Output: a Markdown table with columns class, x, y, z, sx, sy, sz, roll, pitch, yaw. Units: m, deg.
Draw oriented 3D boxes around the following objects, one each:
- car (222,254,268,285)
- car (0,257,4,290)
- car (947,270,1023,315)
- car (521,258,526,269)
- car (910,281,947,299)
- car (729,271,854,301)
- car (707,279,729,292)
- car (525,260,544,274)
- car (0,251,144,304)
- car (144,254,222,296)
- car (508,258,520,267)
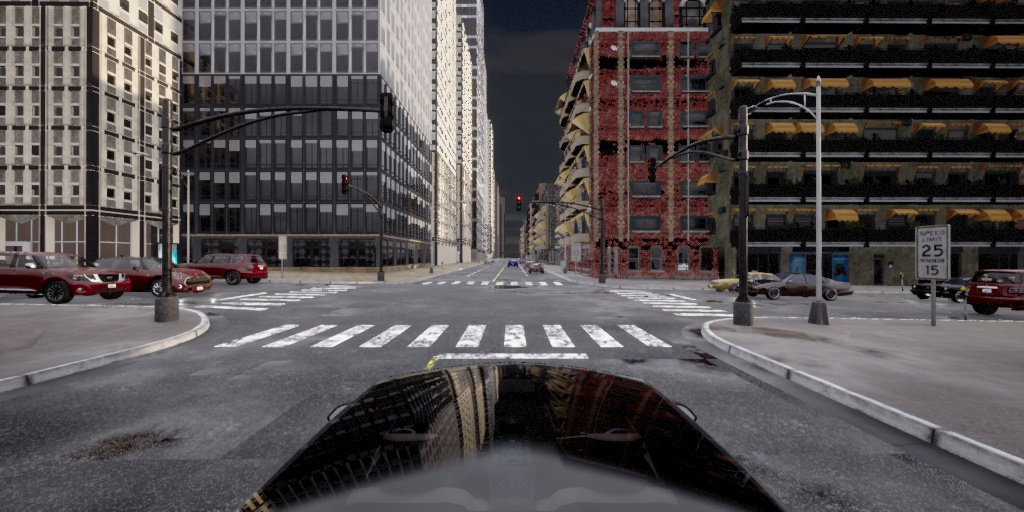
| class | x | y | z | sx | sy | sz | roll | pitch | yaw |
| --- | --- | --- | --- | --- | --- | --- | --- | --- | --- |
| car | -17.688 | 0.776 | 21.826 | 5.009 | 1.841 | 2.192 | 0 | 0 | 0 |
| car | -26.482 | 0.760 | 15.968 | 5.008 | 1.535 | 1.882 | 1 | 0 | 0 |
| car | 20.612 | 1.461 | 13.769 | 5.009 | 1.841 | 2.192 | 0 | 0 | 0 |
| car | 2.749 | 1.317 | 54.700 | 2.007 | 1.370 | 4.403 | 0 | 0 | 0 |
| car | 24.883 | 1.839 | 19.560 | 4.718 | 1.301 | 1.895 | 1 | 0 | -1 |
| car | 15.253 | 1.610 | 19.485 | 5.357 | 1.411 | 2.033 | 1 | 0 | 0 |
| car | 14.653 | 1.587 | 22.072 | 4.829 | 1.417 | 1.751 | 0 | 0 | 0 |
| car | 2.785 | 1.341 | 41.783 | 1.802 | 1.307 | 4.207 | 0 | 0 | 0 |
| car | -17.562 | 0.757 | 13.446 | 5.009 | 1.841 | 2.192 | 0 | 0 | 0 |
| car | -16.273 | 0.825 | 16.081 | 4.553 | 1.767 | 2.097 | 1 | 0 | -2 |
| car | 0.170 | 1.251 | 65.135 | 1.882 | 1.535 | 5.008 | 0 | 0 | 0 |
